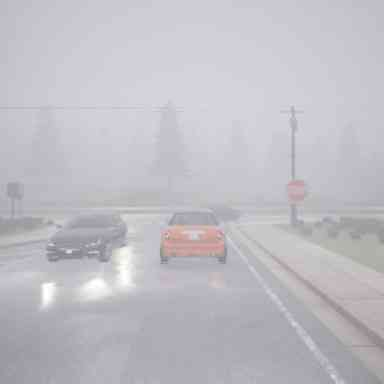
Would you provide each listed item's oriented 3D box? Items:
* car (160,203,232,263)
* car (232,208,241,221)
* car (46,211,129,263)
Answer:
[{"bbox_3d":[0.064,1.347,12.047,2.097,1.767,4.553,0,0,0],"label":"car"},{"bbox_3d":[1.866,1.537,24.459,2.033,1.411,5.357,0,0,29],"label":"car"},{"bbox_3d":[-3.569,1.502,12.122,1.837,1.490,4.892,0,0,0],"label":"car"}]
